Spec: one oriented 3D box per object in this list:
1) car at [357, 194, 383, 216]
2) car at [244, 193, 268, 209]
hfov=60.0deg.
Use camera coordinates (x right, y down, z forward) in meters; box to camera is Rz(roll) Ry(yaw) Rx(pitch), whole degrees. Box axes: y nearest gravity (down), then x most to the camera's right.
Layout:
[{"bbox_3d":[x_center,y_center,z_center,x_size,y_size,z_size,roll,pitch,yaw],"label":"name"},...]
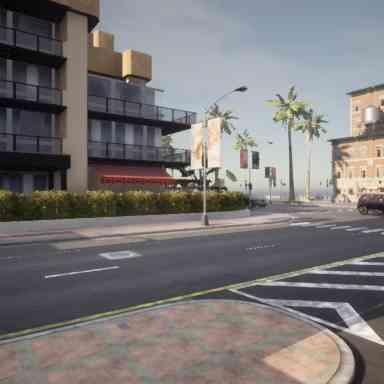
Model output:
[{"bbox_3d":[17.620,1.221,30.349,2.150,2.045,5.566,1,0,-11],"label":"car"},{"bbox_3d":[8.080,1.221,47.055,2.150,2.045,5.566,0,0,-35],"label":"car"}]
